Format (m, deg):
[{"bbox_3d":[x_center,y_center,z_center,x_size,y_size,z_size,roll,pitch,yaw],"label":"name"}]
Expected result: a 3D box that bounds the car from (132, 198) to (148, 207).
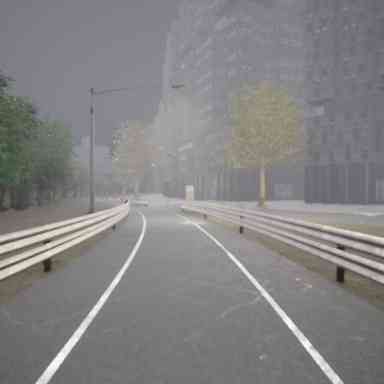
[{"bbox_3d":[-8.344,1.667,52.934,1.895,1.301,4.718,0,0,-20],"label":"car"}]
